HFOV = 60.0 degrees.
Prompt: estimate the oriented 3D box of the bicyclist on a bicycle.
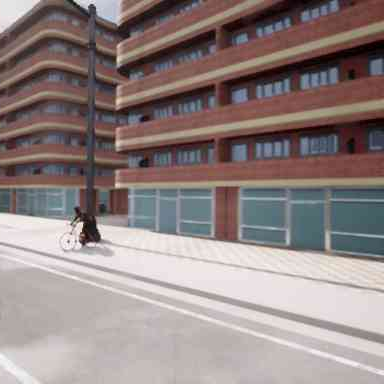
[{"bbox_3d":[-4.179,1.346,12.449,0.582,1.620,1.656,0,0,40],"label":"bicyclist on a bicycle"}]
